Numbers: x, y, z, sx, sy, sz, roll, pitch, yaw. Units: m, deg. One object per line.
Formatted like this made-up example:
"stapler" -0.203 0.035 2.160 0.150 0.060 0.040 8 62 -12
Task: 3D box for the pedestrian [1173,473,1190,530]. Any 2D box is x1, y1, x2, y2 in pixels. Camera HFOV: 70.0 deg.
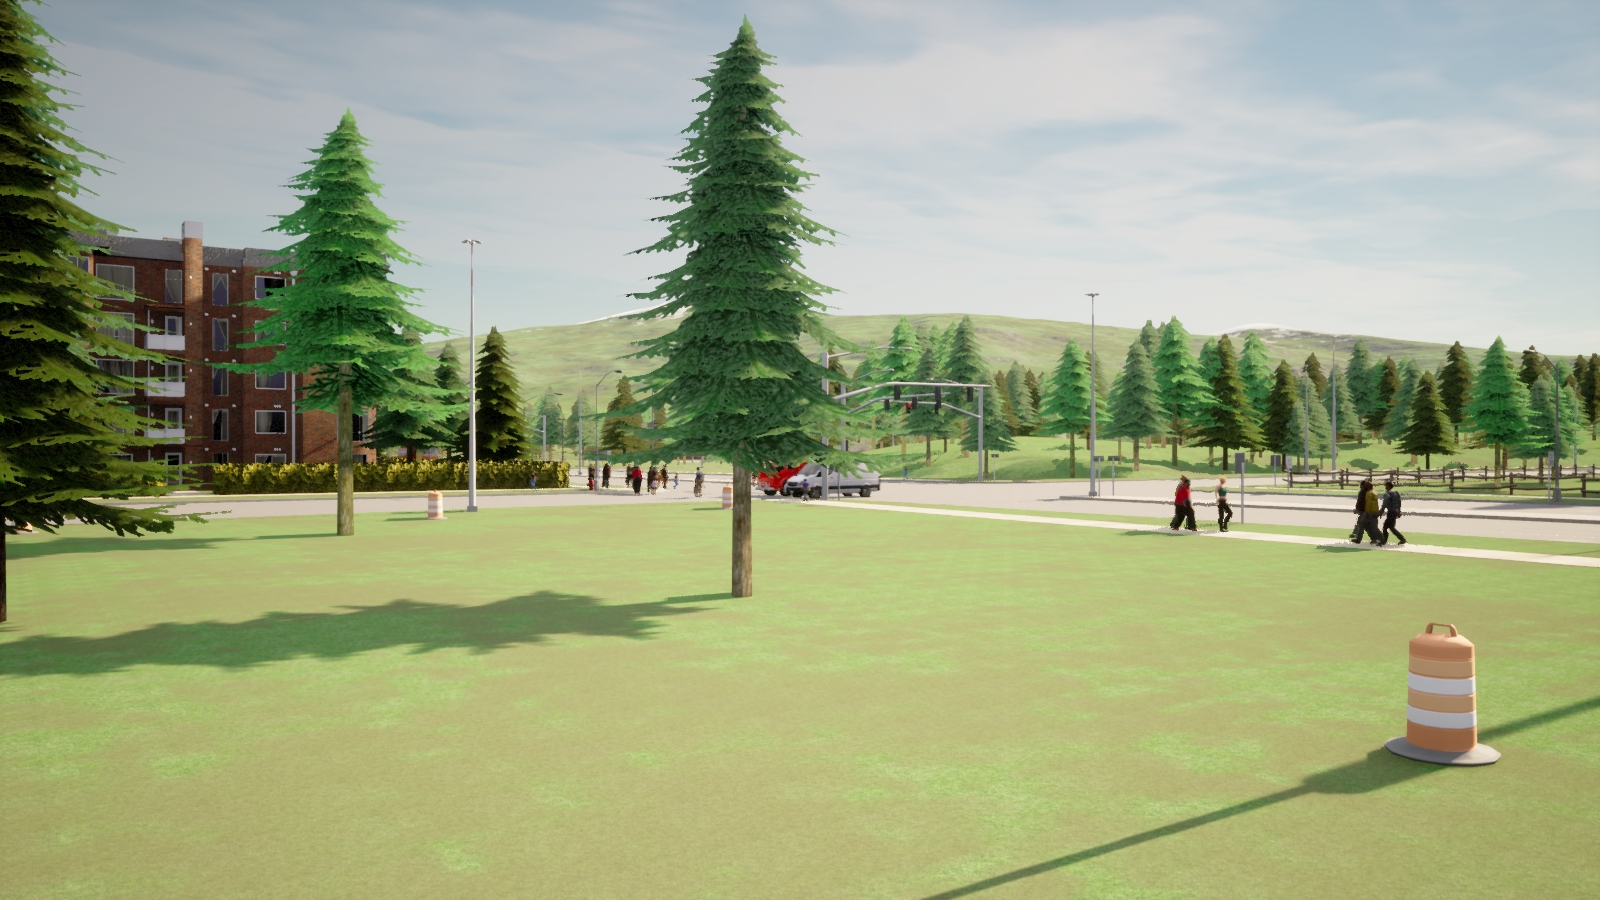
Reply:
"pedestrian" 12.615 1.697 37.792 0.375 1.860 0.375 0 0 -31

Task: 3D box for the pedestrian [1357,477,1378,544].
"pedestrian" 15.946 1.696 32.107 0.375 1.860 0.375 0 0 -31

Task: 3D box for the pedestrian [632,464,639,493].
"pedestrian" -10.667 1.848 74.096 0.375 1.860 0.375 0 0 -25

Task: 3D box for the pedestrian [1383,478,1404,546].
"pedestrian" 16.304 1.696 31.406 0.375 1.860 0.375 0 0 -30

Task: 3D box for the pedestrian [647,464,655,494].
"pedestrian" -9.407 1.847 72.117 0.375 1.860 0.375 0 0 -23

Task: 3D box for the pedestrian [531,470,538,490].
"pedestrian" -17.654 1.976 75.903 0.375 1.300 0.375 0 0 -33

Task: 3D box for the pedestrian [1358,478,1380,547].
"pedestrian" 15.532 1.696 31.196 0.375 1.860 0.375 0 0 -29

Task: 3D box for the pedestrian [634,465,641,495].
"pedestrian" -10.215 1.872 71.827 0.375 1.860 0.375 0 0 -18

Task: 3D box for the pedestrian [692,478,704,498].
"pedestrian" -5.996 2.228 66.997 0.500 1.100 0.500 0 0 -38

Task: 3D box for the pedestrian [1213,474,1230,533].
"pedestrian" 13.427 1.696 36.408 0.375 1.860 0.375 0 0 -30

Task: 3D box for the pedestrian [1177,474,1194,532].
"pedestrian" 12.439 1.696 36.839 0.375 1.860 0.375 0 0 -30

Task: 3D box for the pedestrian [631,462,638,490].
"pedestrian" -10.983 1.696 75.814 0.375 1.860 0.375 0 0 -43

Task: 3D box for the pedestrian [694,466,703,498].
"pedestrian" -5.894 1.848 66.225 0.375 1.860 0.375 0 0 -43

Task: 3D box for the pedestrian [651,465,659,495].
"pedestrian" -9.065 1.848 71.355 0.375 1.860 0.375 0 0 -33

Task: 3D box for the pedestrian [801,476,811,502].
"pedestrian" 0.295 1.977 57.793 0.375 1.300 0.375 0 0 -28

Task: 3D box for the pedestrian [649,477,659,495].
"pedestrian" -8.985 2.231 70.466 0.500 1.100 0.500 0 0 -24
